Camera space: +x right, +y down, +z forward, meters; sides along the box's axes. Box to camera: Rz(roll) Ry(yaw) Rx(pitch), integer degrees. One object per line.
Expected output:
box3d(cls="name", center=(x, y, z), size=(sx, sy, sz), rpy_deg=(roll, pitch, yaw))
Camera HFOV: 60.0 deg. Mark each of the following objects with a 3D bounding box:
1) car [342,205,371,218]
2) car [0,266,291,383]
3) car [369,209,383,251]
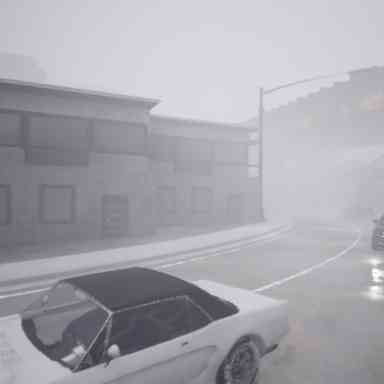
box3d(cls="car", center=(18.851, 2.218, 37.940), size=(1.837, 1.490, 4.892), rpy_deg=(1, -1, 1))
box3d(cls="car", center=(-1.045, 1.631, 3.540), size=(4.718, 1.301, 1.895), rpy_deg=(0, 0, -40))
box3d(cls="car", center=(8.788, 1.541, 13.936), size=(1.882, 1.535, 5.008), rpy_deg=(0, -1, 33))
